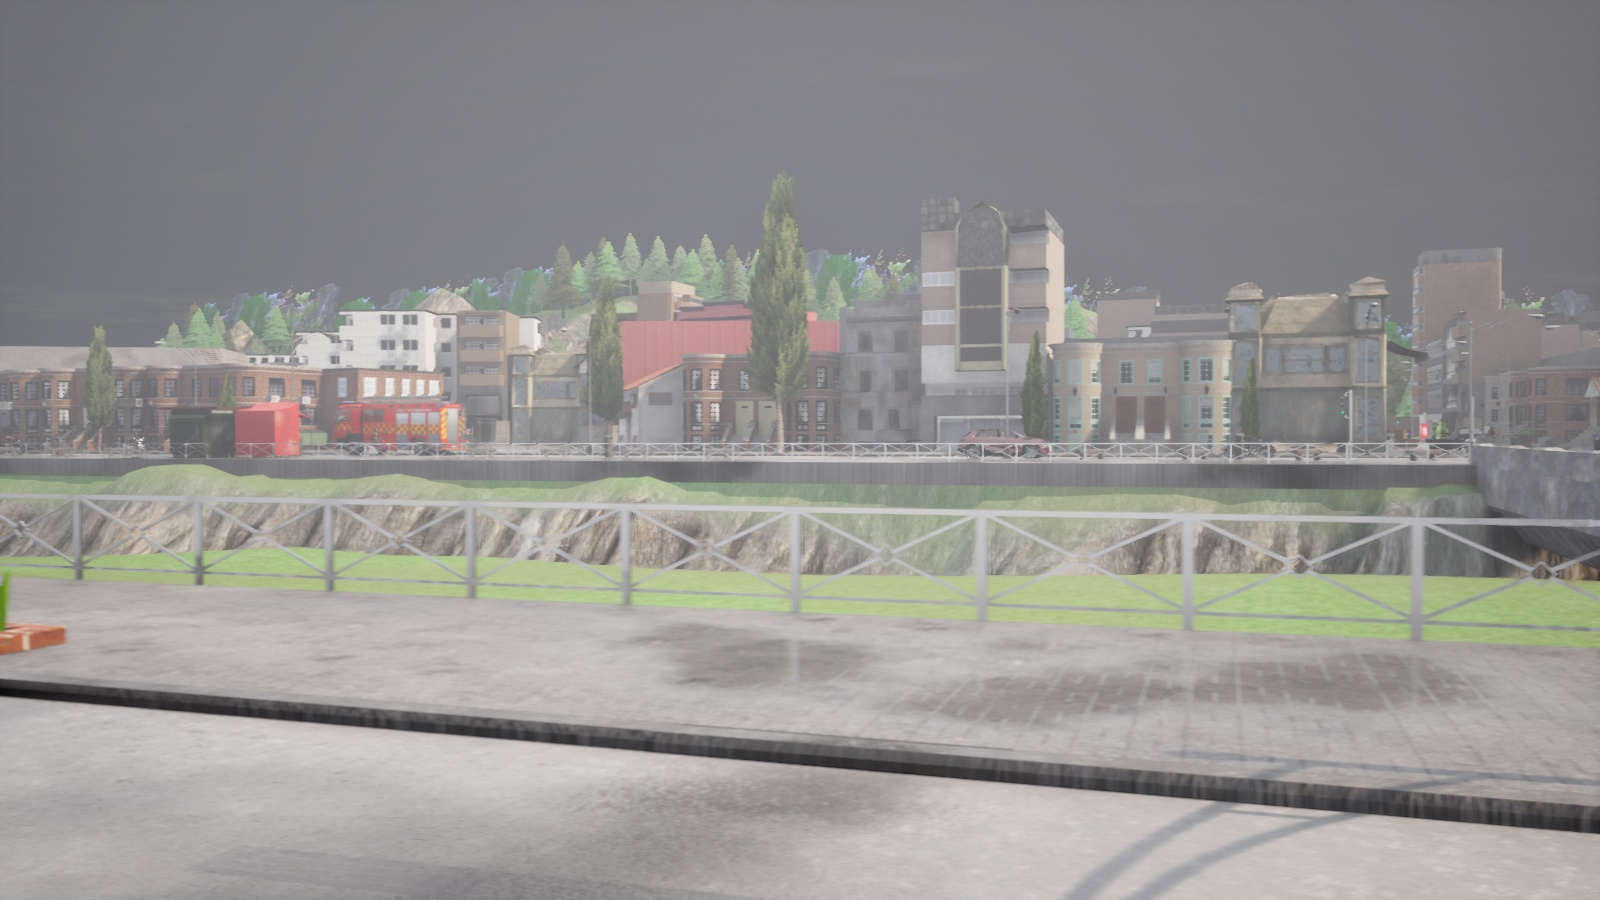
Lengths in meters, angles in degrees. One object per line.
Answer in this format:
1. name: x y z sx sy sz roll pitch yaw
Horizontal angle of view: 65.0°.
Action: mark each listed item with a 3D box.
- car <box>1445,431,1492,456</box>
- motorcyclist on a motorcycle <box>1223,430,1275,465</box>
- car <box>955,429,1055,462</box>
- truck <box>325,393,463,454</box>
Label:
1. car: 45.451 -0.442 85.512 2.033 1.649 4.856 1 1 19
2. motorcyclist on a motorcycle: 21.970 -0.124 61.446 2.350 1.649 0.766 1 1 19
3. car: 10.671 -0.248 65.242 4.856 1.649 2.033 1 1 19
4. truck: -26.492 -1.749 81.929 8.468 3.827 2.891 1 1 19
